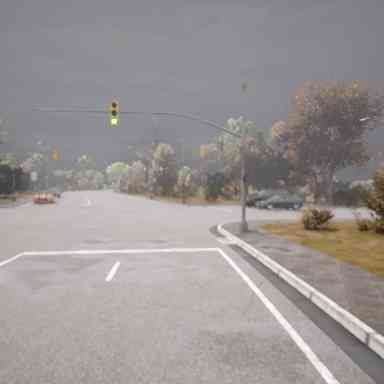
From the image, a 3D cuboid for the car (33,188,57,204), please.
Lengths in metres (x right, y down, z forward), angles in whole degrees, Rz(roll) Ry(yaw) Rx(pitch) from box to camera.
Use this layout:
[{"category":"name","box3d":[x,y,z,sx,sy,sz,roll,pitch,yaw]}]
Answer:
[{"category":"car","box3d":[-18.575,0.550,41.811,2.097,1.767,4.553,0,1,-18]}]

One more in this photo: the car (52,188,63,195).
[{"category":"car","box3d":[-29.706,-0.094,73.488,2.033,1.411,5.357,0,1,-20]}]

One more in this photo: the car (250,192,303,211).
[{"category":"car","box3d":[8.707,1.061,33.308,4.892,1.490,1.837,0,1,-16]}]

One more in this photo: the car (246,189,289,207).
[{"category":"car","box3d":[8.345,0.715,36.843,5.566,2.045,2.150,1,1,-16]}]

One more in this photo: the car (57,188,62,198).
[{"category":"car","box3d":[-24.475,0.149,58.865,2.097,1.767,4.553,0,1,-19]}]
